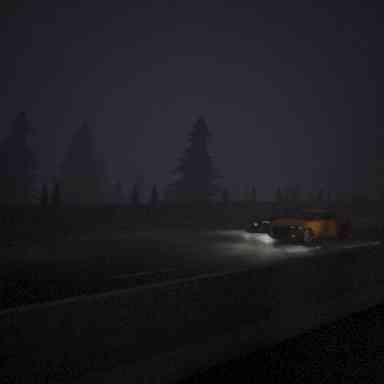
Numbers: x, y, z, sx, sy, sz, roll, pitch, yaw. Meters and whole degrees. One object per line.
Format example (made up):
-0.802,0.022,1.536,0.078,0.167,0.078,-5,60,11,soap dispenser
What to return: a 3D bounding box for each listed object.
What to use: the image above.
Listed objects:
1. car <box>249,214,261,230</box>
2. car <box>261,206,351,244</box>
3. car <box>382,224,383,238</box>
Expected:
5.721,1.671,20.996,4.892,1.490,1.837,0,0,-36,car
6.112,1.624,16.972,5.008,1.535,1.882,1,0,-36,car
11.376,1.538,16.433,4.553,1.767,2.097,1,0,-36,car
